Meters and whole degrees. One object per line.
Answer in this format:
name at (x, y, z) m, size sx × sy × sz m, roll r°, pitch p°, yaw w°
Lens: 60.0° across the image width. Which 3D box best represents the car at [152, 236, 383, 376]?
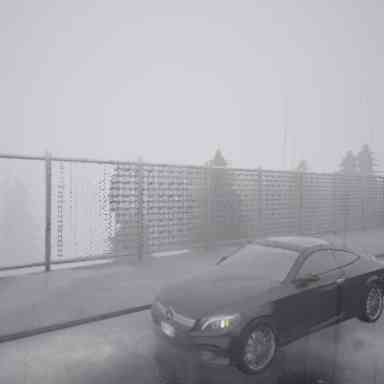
car at (1.575, 1.538, 5.705) m, size 4.674 × 1.442 × 1.812 m, roll 0°, pitch 0°, yaw -36°
